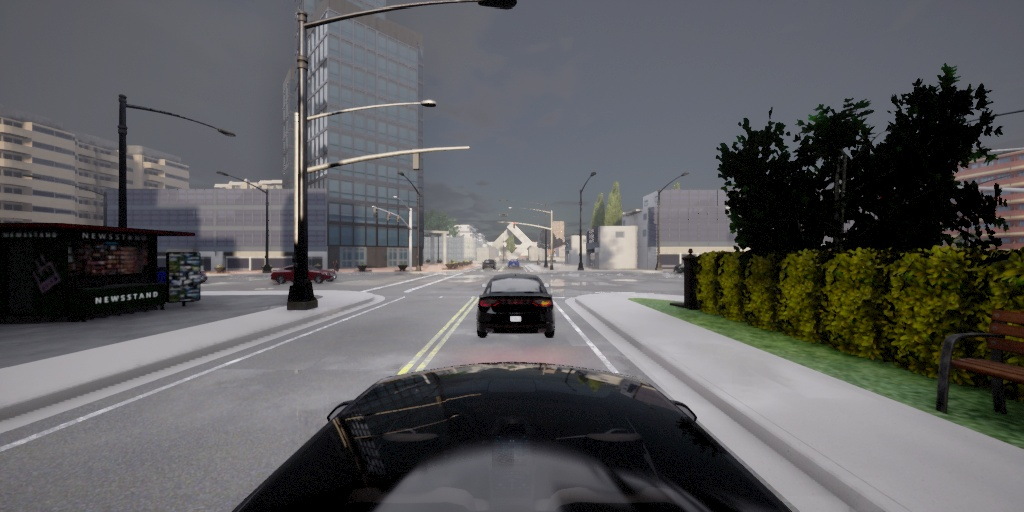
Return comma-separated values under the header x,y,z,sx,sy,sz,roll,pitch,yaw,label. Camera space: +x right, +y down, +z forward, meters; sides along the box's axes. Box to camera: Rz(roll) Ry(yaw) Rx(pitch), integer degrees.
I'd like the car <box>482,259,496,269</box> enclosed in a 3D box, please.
x,y,z,sx,sy,sz,roll,pitch,yaw,label
-3.412,1.227,54.129,1.882,1.535,5.008,0,0,0,car

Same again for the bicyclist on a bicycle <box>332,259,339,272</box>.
x,y,z,sx,sy,sz,roll,pitch,yaw,label
-21.849,1.216,44.395,0.582,1.620,1.656,-1,0,0,bicyclist on a bicycle

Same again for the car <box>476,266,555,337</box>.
x,y,z,sx,sy,sz,roll,pitch,yaw,label
0.104,1.228,10.349,1.882,1.535,5.008,0,0,1,car

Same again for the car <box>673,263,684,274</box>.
x,y,z,sx,sy,sz,roll,pitch,yaw,label
19.965,1.057,38.807,4.553,1.767,2.097,0,0,0,car

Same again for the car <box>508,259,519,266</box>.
x,y,z,sx,sy,sz,roll,pitch,yaw,label
0.306,1.227,63.392,1.882,1.535,5.008,0,0,0,car

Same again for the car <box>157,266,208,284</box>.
x,y,z,sx,sy,sz,roll,pitch,yaw,label
-26.440,1.502,27.885,4.674,1.442,1.812,-1,0,0,car

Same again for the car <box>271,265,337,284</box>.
x,y,z,sx,sy,sz,roll,pitch,yaw,label
-16.175,1.382,27.938,4.674,1.442,1.812,-1,0,0,car
